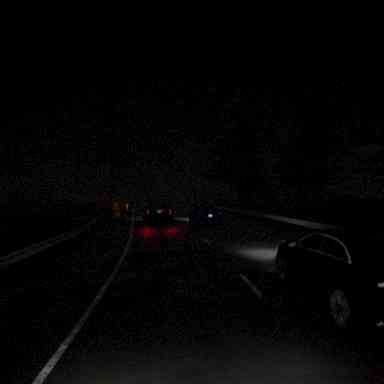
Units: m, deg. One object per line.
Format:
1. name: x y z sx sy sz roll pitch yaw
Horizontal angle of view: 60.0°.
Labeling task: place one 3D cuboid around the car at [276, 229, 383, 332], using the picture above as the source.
1. car: 3.217 1.500 6.840 2.128 1.511 4.902 0 0 -3

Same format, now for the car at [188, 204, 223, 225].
1. car: 0.950 1.614 24.998 1.994 1.385 4.181 0 0 -9

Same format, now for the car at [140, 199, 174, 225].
1. car: -2.604 1.409 25.026 2.097 1.767 4.553 0 0 -9

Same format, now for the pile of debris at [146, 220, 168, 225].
1. pile of debris: -2.585 2.231 24.485 1.500 0.140 1.860 0 0 -10

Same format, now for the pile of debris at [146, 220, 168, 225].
1. pile of debris: -2.585 2.231 24.485 1.500 0.140 1.860 0 0 -10
